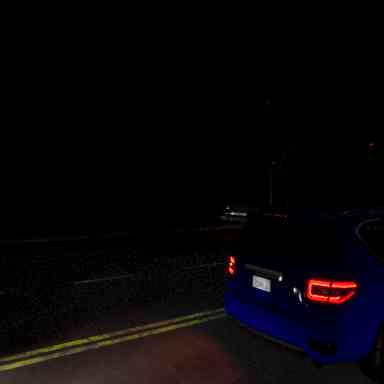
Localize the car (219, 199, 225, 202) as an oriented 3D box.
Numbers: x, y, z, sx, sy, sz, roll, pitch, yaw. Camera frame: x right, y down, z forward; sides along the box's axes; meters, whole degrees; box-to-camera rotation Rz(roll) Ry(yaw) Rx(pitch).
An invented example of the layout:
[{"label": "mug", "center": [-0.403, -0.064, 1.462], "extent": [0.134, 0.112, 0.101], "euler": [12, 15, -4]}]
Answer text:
[{"label": "car", "center": [2.656, 1.491, 38.116], "extent": [2.128, 1.511, 4.902], "euler": [0, 0, -31]}]

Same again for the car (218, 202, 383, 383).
[{"label": "car", "center": [3.109, 1.221, 5.558], "extent": [5.566, 2.045, 2.150], "euler": [0, 0, -33]}]

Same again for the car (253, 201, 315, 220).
[{"label": "car", "center": [7.942, 1.547, 29.232], "extent": [2.033, 1.411, 5.357], "euler": [0, 0, -31]}]
